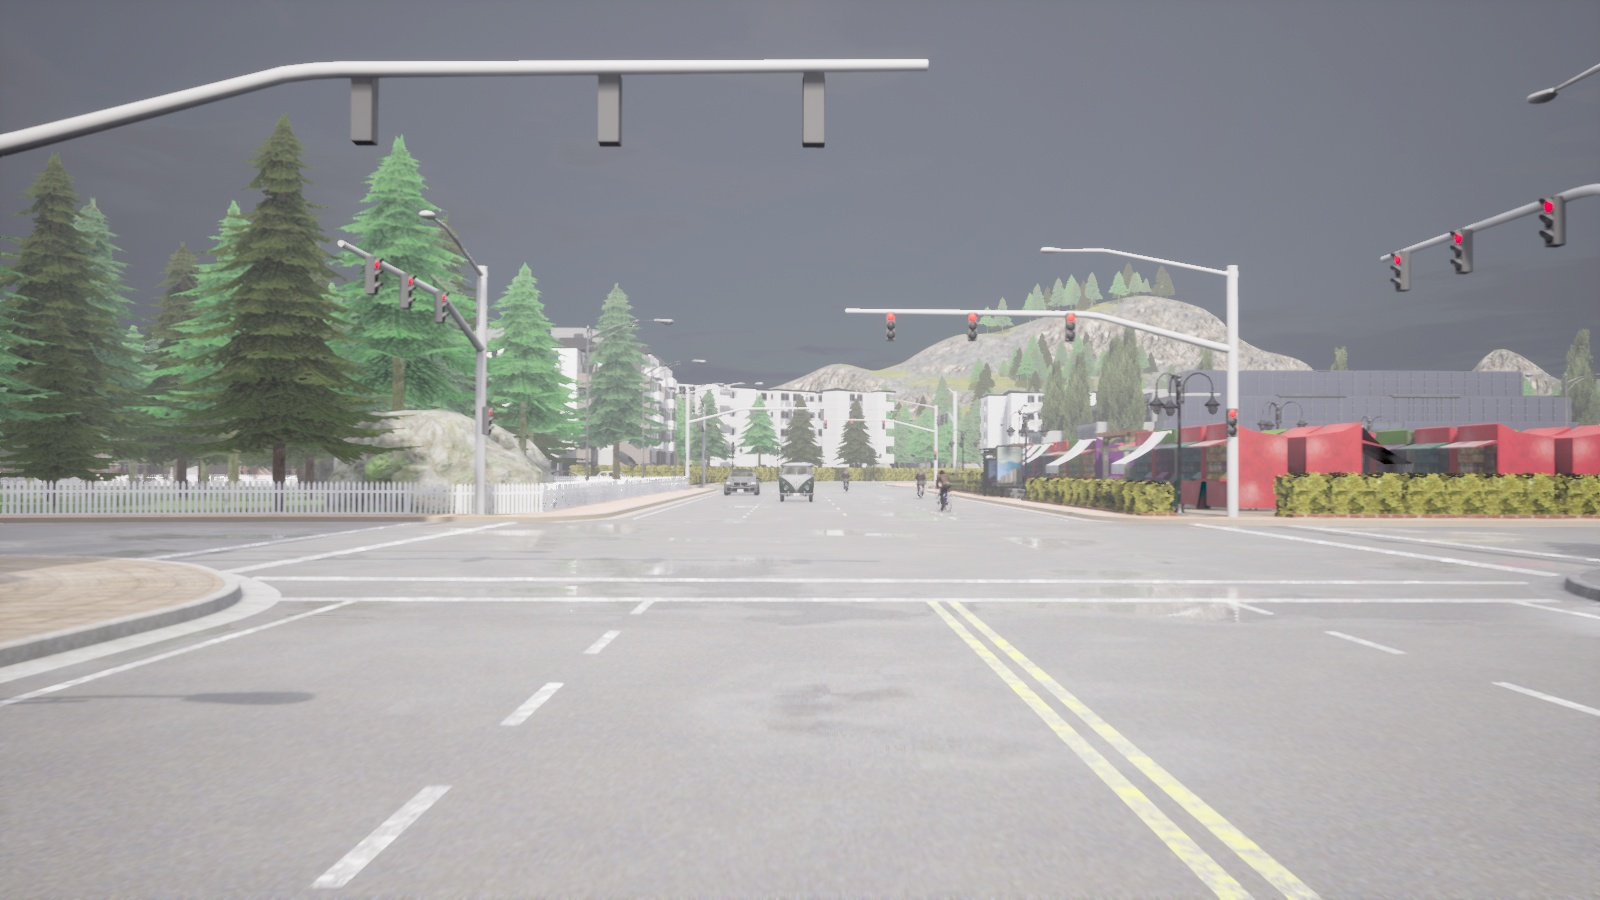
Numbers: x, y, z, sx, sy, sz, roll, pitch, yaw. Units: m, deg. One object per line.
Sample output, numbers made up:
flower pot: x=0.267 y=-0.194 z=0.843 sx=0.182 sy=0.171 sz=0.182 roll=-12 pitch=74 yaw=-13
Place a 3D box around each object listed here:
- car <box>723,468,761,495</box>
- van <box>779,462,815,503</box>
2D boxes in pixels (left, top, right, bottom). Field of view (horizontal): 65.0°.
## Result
car: x=-3.704 y=2.025 z=80.803 sx=2.242 sy=1.667 sz=4.611 roll=0 pitch=-1 yaw=0
van: x=-0.162 y=1.641 z=64.133 sx=1.775 sy=1.987 sz=4.442 roll=0 pitch=-1 yaw=0
